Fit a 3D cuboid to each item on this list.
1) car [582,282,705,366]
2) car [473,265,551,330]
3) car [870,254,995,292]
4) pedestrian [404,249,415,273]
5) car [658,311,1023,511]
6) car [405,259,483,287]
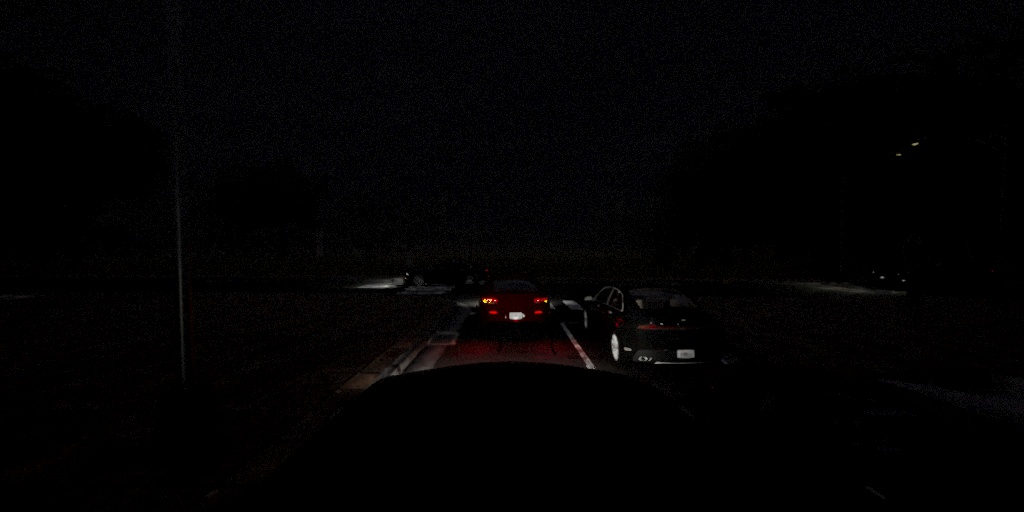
[{"bbox_3d":[2.648,1.217,7.619,2.007,1.370,4.403,0,0,0],"label":"car"},{"bbox_3d":[0.019,1.151,10.444,1.812,1.442,4.674,0,1,-2],"label":"car"},{"bbox_3d":[24.334,0.920,20.860,5.566,2.045,2.150,1,2,0],"label":"car"},{"bbox_3d":[-6.839,0.449,23.799,0.375,1.860,0.375,0,2,0],"label":"pedestrian"},{"bbox_3d":[2.637,1.327,2.088,1.802,1.307,4.207,0,0,0],"label":"car"},{"bbox_3d":[-3.719,0.941,20.905,4.892,1.490,1.837,0,2,0],"label":"car"}]
